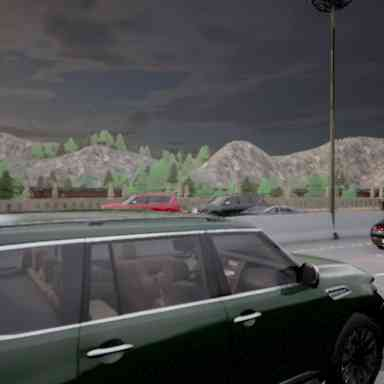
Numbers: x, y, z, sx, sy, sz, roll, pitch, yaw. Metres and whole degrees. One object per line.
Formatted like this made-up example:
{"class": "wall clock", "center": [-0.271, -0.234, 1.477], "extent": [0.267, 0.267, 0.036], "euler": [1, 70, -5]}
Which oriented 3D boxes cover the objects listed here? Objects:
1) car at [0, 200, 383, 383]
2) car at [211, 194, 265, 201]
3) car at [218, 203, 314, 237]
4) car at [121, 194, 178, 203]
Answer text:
{"class": "car", "center": [-0.223, 1.207, 3.467], "extent": [5.566, 2.045, 2.150], "euler": [0, 0, -34]}
{"class": "car", "center": [2.396, 1.158, 21.419], "extent": [5.566, 2.045, 2.150], "euler": [0, 0, -27]}
{"class": "car", "center": [4.101, 1.445, 18.327], "extent": [4.902, 1.511, 2.128], "euler": [0, 0, -26]}
{"class": "car", "center": [-3.413, 1.130, 22.245], "extent": [5.566, 2.045, 2.150], "euler": [0, 0, -29]}
